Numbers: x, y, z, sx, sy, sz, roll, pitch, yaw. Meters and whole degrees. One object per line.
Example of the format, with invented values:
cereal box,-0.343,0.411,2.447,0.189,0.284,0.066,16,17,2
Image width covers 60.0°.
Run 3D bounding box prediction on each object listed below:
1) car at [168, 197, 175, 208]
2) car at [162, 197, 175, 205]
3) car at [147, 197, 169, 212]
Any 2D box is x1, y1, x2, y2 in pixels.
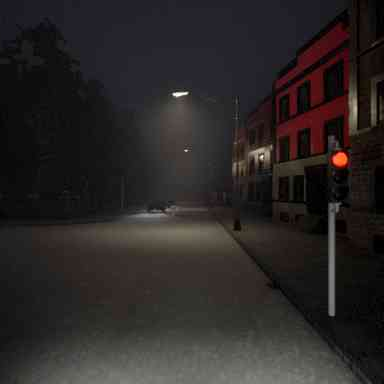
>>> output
car,-4.032,1.491,48.067,2.128,1.511,4.902,0,0,0
car,-3.996,1.600,58.083,1.895,1.301,4.718,0,0,0
car,-4.049,1.601,38.689,1.895,1.301,4.718,0,0,0
